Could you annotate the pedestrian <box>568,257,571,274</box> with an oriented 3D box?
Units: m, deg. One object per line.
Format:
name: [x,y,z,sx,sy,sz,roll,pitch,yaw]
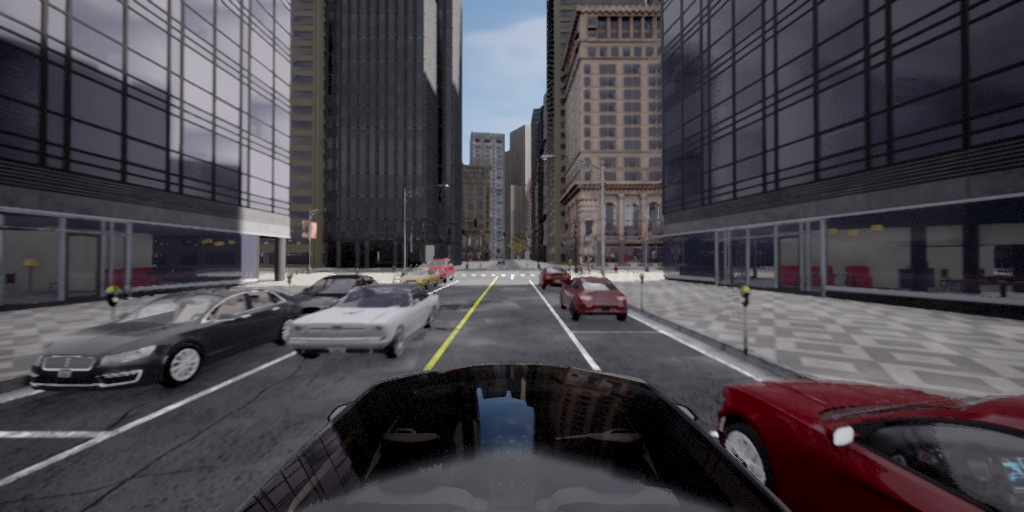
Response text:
pedestrian: [6.145,0.996,38.578,0.375,1.860,0.375,0,-1,0]

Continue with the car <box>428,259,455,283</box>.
car: [-5.850,1.137,28.706,2.192,1.841,5.009,0,0,0]

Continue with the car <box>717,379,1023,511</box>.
car: [2.668,1.295,1.405,1.888,1.381,4.507,0,0,0]

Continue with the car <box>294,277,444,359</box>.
car: [-3.099,1.362,8.557,1.895,1.301,4.718,0,0,0]

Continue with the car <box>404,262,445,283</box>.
car: [-5.851,1.328,23.077,1.751,1.417,4.829,0,0,0]

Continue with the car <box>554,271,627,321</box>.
car: [2.671,1.351,12.323,1.802,1.307,4.207,0,0,0]

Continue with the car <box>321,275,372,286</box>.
car: [-5.854,1.336,12.330,1.948,1.339,4.313,0,0,0]

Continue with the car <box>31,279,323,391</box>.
car: [-5.856,1.309,6.871,2.007,1.370,4.403,0,0,0]

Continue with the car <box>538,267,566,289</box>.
car: [2.674,1.346,23.242,1.888,1.381,4.507,0,0,0]

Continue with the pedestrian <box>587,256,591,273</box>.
pedestrian: [8.145,0.921,37.978,0.375,1.860,0.375,0,-1,0]

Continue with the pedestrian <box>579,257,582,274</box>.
pedestrian: [7.144,0.970,37.378,0.375,1.860,0.375,0,-1,0]
